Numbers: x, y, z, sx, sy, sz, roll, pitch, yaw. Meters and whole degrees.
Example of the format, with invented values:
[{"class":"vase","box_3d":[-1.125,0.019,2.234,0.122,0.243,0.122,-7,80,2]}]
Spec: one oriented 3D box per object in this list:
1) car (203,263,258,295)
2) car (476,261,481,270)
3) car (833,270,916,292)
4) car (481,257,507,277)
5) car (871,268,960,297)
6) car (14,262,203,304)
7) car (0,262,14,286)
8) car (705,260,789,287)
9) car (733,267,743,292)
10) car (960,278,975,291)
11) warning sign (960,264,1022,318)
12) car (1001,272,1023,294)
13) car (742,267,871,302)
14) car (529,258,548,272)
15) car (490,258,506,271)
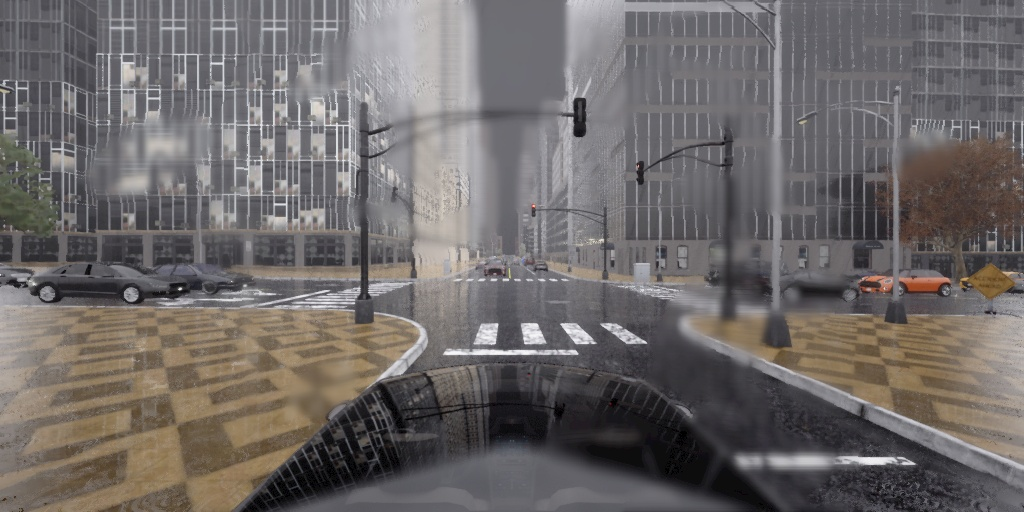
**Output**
[{"class":"car","box_3d":[-15.440,1.040,17.233,5.357,1.411,2.033,1,0,0]},{"class":"car","box_3d":[-4.322,1.342,52.068,1.802,1.307,4.207,0,0,-1]},{"class":"car","box_3d":[26.289,1.813,26.095,4.181,1.385,1.994,1,0,-3]},{"class":"car","box_3d":[-1.664,1.120,36.189,2.097,1.767,4.553,0,0,-2]},{"class":"car","box_3d":[24.781,1.574,22.757,4.553,1.767,2.097,1,0,-3]},{"class":"car","box_3d":[-15.427,0.998,13.945,4.892,1.490,1.837,1,0,-3]},{"class":"car","box_3d":[-25.374,0.802,16.683,4.902,1.511,2.128,1,0,-3]},{"class":"car","box_3d":[16.900,1.303,25.601,5.566,2.045,2.150,1,0,-3]},{"class":"car","box_3d":[16.087,1.631,22.304,4.181,1.385,1.994,1,0,-3]},{"class":"car","box_3d":[36.318,1.906,26.608,5.008,1.535,1.882,1,0,-3]},{"class":"warning sign","box_3d":[17.213,1.204,12.901,1.060,1.860,1.300,0,0,-3]},{"class":"car","box_3d":[33.779,1.948,23.221,4.181,1.385,1.994,1,0,-2]},{"class":"car","box_3d":[15.271,1.530,18.762,5.008,1.535,1.882,1,0,-3]},{"class":"car","box_3d":[3.663,1.329,46.623,1.948,1.339,4.313,0,0,-1]},{"class":"car","box_3d":[-1.825,1.113,49.178,2.097,1.767,4.553,0,0,-1]}]
